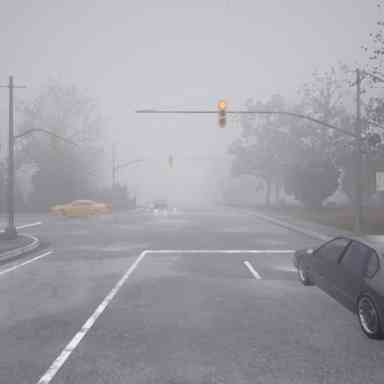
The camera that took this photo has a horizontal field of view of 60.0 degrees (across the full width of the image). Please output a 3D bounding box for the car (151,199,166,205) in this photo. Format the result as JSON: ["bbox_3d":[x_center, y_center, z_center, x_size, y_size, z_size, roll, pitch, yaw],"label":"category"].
[{"bbox_3d":[-8.315,2.405,83.071,2.033,1.411,5.357,0,-1,-25],"label":"car"}]

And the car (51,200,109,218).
[{"bbox_3d":[-10.201,1.506,30.404,5.008,1.535,1.882,0,2,-18],"label":"car"}]

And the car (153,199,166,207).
[{"bbox_3d":[-6.061,1.946,61.792,2.033,1.411,5.357,0,-1,-10],"label":"car"}]

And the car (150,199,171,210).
[{"bbox_3d":[-4.197,1.643,45.143,2.033,1.411,5.357,0,-1,-4],"label":"car"}]

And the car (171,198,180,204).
[{"bbox_3d":[-4.535,2.189,83.014,2.097,1.767,4.553,0,-1,-22],"label":"car"}]

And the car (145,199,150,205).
[{"bbox_3d":[-9.496,2.249,76.280,2.128,1.511,4.902,0,-1,-19],"label":"car"}]

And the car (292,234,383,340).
[{"bbox_3d":[3.592,1.547,6.458,2.033,1.411,5.357,0,0,0],"label":"car"}]
